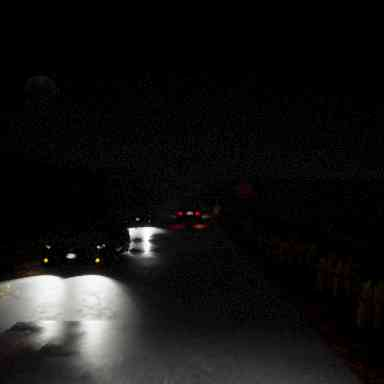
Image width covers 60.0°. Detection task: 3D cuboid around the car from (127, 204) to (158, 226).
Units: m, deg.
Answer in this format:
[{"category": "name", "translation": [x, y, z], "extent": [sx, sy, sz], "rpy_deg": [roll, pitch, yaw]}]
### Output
[{"category": "car", "translation": [-3.395, 1.501, 22.654], "extent": [1.994, 1.385, 4.181], "rpy_deg": [0, 0, -1]}]

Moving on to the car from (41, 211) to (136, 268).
[{"category": "car", "translation": [-3.320, 1.557, 11.116], "extent": [1.994, 1.385, 4.181], "rpy_deg": [0, 0, 0]}]

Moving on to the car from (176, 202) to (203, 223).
[{"category": "car", "translation": [-0.185, 1.455, 24.695], "extent": [2.033, 1.411, 5.357], "rpy_deg": [0, 0, 1]}]
